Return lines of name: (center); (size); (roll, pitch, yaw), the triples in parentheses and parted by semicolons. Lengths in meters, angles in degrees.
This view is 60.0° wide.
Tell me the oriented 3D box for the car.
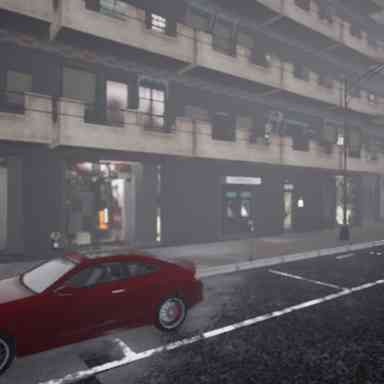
car: (-1.723, 1.592, 5.329); (4.206, 1.307, 1.802); (0, 0, -36)
